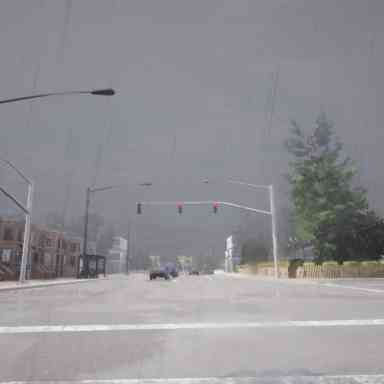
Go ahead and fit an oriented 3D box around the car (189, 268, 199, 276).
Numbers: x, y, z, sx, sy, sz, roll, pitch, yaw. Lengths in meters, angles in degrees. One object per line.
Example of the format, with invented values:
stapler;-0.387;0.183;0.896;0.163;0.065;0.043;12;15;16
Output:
car;0.385;14.644;61.314;2.033;1.411;5.357;-1;-13;0

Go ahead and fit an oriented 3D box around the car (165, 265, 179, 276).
car;-3.308;13.131;55.500;2.097;1.767;4.553;-1;-13;0

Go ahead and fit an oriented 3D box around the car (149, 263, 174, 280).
car;-3.425;8.774;36.097;2.033;1.411;5.357;-1;-13;0

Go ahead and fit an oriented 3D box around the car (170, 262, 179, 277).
car;-3.369;10.786;46.090;2.150;2.045;5.566;-1;-13;0
